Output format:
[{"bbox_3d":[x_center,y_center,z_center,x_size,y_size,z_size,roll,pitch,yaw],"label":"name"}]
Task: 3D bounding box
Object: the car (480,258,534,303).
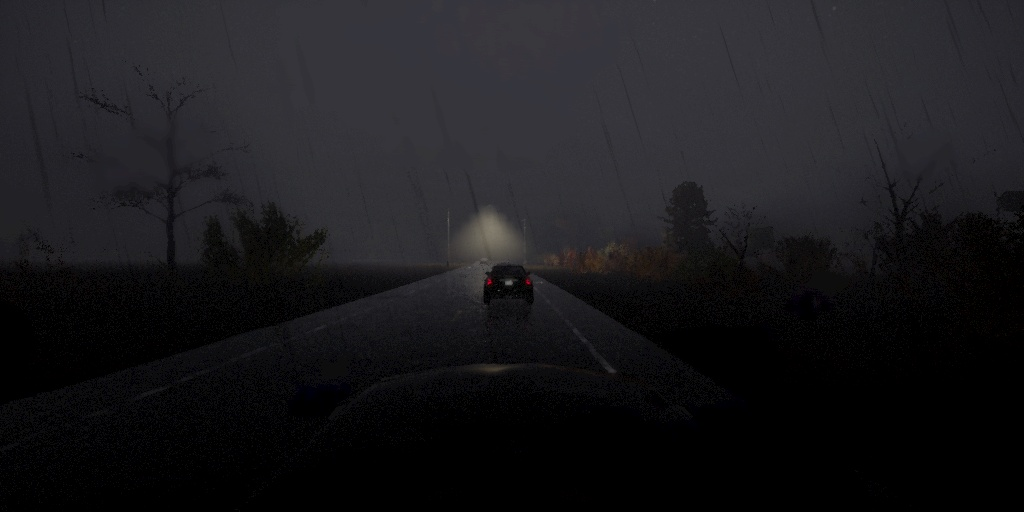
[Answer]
[{"bbox_3d":[-0.178,1.107,16.542,2.097,1.767,4.553,0,0,-1],"label":"car"}]
